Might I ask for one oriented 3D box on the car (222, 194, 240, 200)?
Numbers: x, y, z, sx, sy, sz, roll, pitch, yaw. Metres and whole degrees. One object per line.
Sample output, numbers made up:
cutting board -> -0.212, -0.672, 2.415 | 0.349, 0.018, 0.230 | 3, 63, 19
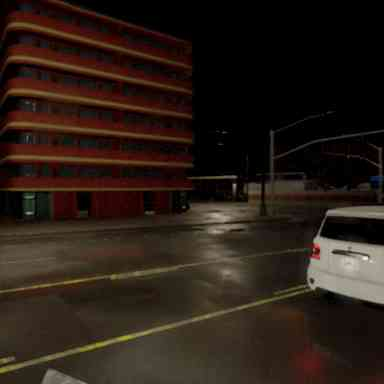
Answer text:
car -> 10.343, 1.367, 84.473 | 3.806, 1.475, 1.970 | 0, 0, -35

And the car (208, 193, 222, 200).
car -> 6.371, 1.202, 88.693 | 4.611, 1.667, 2.242 | 0, 0, -35

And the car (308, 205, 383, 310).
car -> 4.861, 1.306, 7.209 | 5.566, 2.045, 2.150 | 0, 0, -36
